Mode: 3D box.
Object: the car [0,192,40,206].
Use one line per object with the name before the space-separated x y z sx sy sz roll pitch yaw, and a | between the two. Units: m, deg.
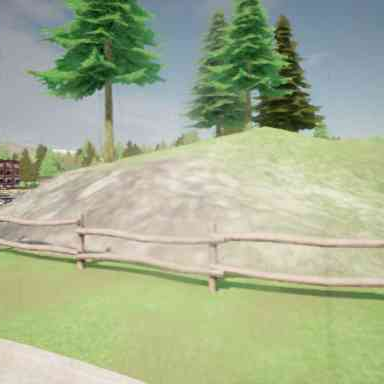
car | -17.965 0.774 34.690 1.812 1.442 4.674 0 2 16
